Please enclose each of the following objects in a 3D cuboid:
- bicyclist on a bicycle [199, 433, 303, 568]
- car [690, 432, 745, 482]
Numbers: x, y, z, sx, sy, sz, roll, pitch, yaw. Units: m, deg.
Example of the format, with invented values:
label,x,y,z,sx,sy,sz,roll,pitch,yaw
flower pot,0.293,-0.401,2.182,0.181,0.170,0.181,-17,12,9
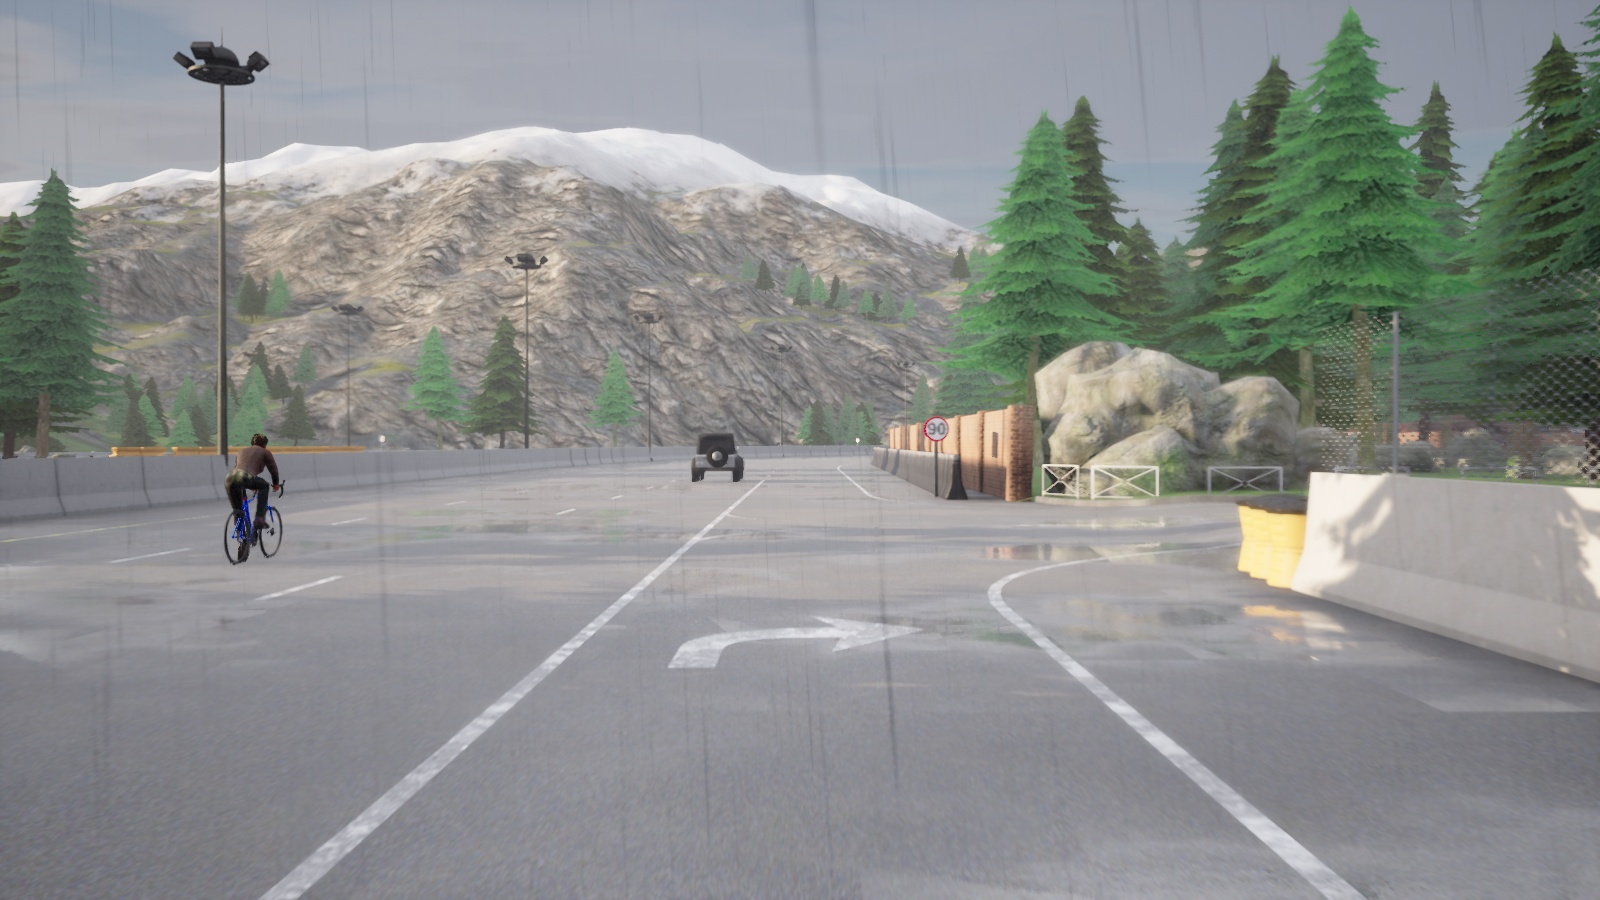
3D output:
label,x,y,z,sx,sy,sz,roll,pitch,yaw
bicyclist on a bicycle,-6.894,0.604,15.861,0.582,1.620,1.656,0,0,0
car,-3.204,0.262,49.354,1.905,1.878,3.866,0,0,0
